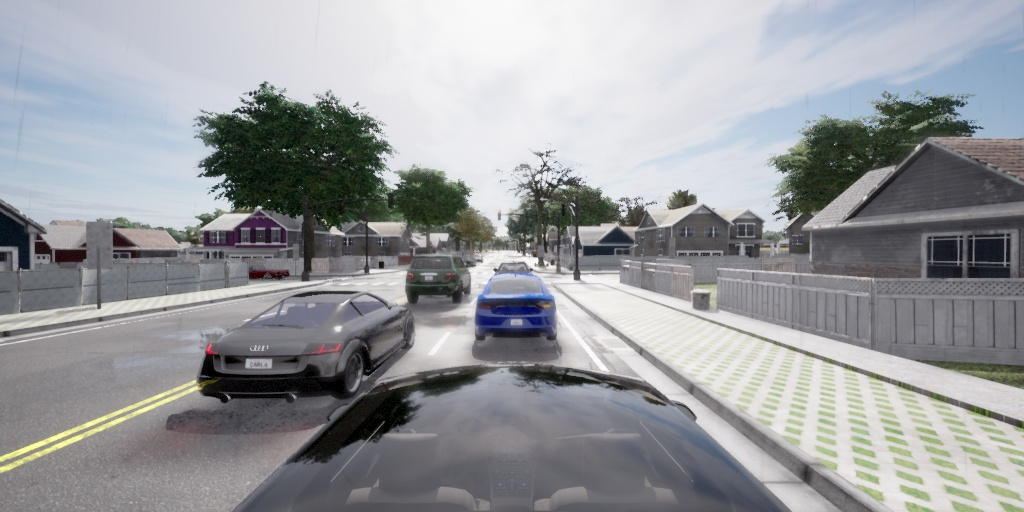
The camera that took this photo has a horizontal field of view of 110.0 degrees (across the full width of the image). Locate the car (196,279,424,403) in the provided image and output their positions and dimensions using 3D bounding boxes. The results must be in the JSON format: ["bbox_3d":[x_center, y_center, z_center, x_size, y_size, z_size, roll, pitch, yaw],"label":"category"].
[{"bbox_3d":[-3.158,1.308,6.479,1.994,1.385,4.181,0,0,0],"label":"car"}]

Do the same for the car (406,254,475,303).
[{"bbox_3d":[-3.176,0.925,16.360,2.150,2.045,5.566,0,0,0],"label":"car"}]

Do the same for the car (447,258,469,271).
[{"bbox_3d":[-6.673,1.007,44.809,2.033,1.411,5.357,0,1,0],"label":"car"}]

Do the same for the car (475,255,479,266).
[{"bbox_3d":[-6.672,0.711,54.248,2.097,1.767,4.553,0,1,0],"label":"car"}]

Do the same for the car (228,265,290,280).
[{"bbox_3d":[-20.805,1.375,29.179,4.718,1.301,1.895,0,1,1],"label":"car"}]

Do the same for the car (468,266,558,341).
[{"bbox_3d":[0.087,1.212,9.897,1.882,1.535,5.008,0,0,0],"label":"car"}]

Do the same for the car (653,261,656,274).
[{"bbox_3d":[12.668,1.091,32.544,4.718,1.301,1.895,0,1,1],"label":"car"}]

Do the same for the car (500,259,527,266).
[{"bbox_3d":[0.071,1.039,18.852,2.097,1.767,4.553,0,0,0],"label":"car"}]
